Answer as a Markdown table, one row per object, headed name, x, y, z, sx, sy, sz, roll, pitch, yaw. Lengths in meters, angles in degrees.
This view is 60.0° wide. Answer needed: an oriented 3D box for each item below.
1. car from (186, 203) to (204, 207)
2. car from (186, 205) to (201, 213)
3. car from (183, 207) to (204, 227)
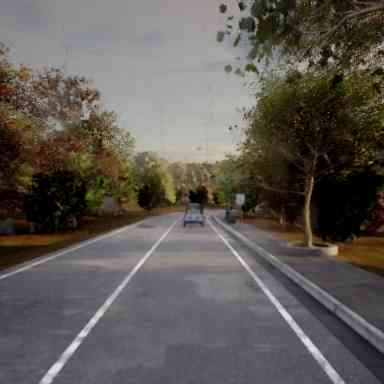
| name | x | y | z | sx | sy | sz | roll | pitch | yaw |
| --- | --- | --- | --- | --- | --- | --- | --- | --- | --- |
| car | 0.405 | 2.454 | 44.893 | 2.150 | 2.045 | 5.566 | 0 | -2 | 3 |
| car | 0.323 | 3.516 | 69.821 | 2.128 | 1.511 | 4.902 | 1 | -2 | 12 |
| car | 0.140 | 2.296 | 29.741 | 2.033 | 1.411 | 5.357 | 0 | -2 | 0 |
